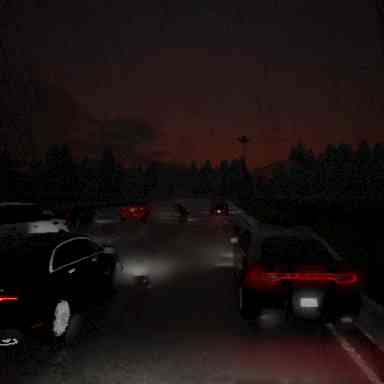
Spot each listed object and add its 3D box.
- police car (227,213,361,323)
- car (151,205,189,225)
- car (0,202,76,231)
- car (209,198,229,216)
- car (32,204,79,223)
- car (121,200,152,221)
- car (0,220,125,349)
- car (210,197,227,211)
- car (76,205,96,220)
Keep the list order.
[{"bbox_3d":[1.932,1.447,7.516,1.930,1.638,5.238,0,0,4],"label":"police car"},{"bbox_3d":[-1.364,1.667,25.177,2.033,1.411,5.357,0,0,4],"label":"car"},{"bbox_3d":[-5.988,1.305,10.526,2.150,2.045,5.566,0,0,4],"label":"car"},{"bbox_3d":[2.815,1.639,34.540,1.837,1.490,4.892,0,0,5],"label":"car"},{"bbox_3d":[-11.624,1.800,28.734,1.895,1.301,4.718,0,0,4],"label":"car"},{"bbox_3d":[-4.602,1.508,28.776,2.097,1.767,4.553,0,0,4],"label":"car"},{"bbox_3d":[-2.782,1.551,6.510,1.837,1.490,4.892,0,0,4],"label":"car"},{"bbox_3d":[3.524,1.526,44.471,2.097,1.767,4.553,0,0,5],"label":"car"},{"bbox_3d":[-8.477,1.665,23.953,1.837,1.490,4.892,0,0,4],"label":"car"}]
